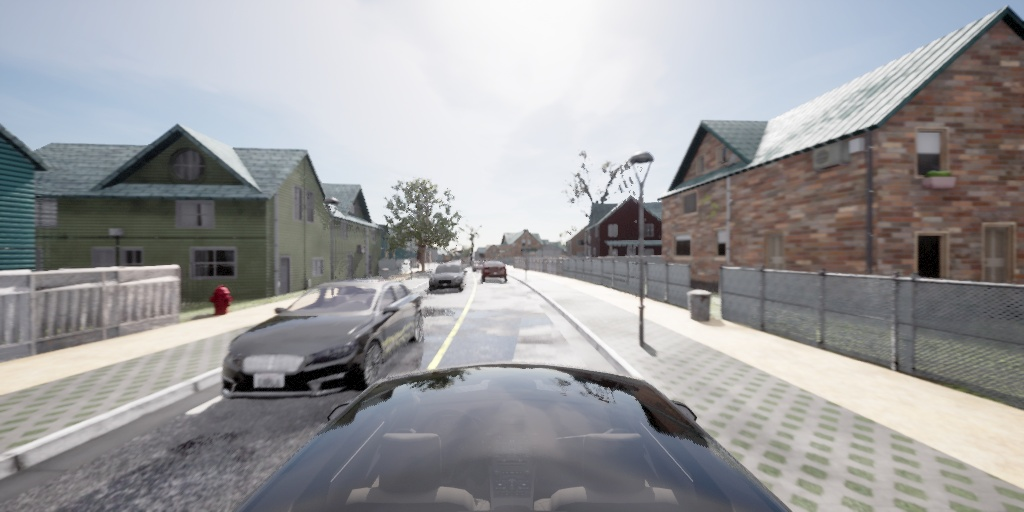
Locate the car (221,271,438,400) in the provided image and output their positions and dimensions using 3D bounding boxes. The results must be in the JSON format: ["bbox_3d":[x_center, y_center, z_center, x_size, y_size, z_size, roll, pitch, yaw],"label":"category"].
[{"bbox_3d":[-2.982,1.223,6.757,2.128,1.511,4.902,0,0,-1],"label":"car"}]

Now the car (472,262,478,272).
[{"bbox_3d":[-4.098,1.343,46.375,1.895,1.301,4.718,0,0,-10],"label":"car"}]

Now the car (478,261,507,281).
[{"bbox_3d":[-1.478,1.141,28.543,1.882,1.535,5.008,0,-1,-6],"label":"car"}]

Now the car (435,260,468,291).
[{"bbox_3d":[-3.671,1.172,21.085,1.837,1.490,4.892,0,2,-4],"label":"car"}]

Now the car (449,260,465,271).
[{"bbox_3d":[-7.882,1.279,51.106,2.128,1.511,4.902,0,0,-11],"label":"car"}]
